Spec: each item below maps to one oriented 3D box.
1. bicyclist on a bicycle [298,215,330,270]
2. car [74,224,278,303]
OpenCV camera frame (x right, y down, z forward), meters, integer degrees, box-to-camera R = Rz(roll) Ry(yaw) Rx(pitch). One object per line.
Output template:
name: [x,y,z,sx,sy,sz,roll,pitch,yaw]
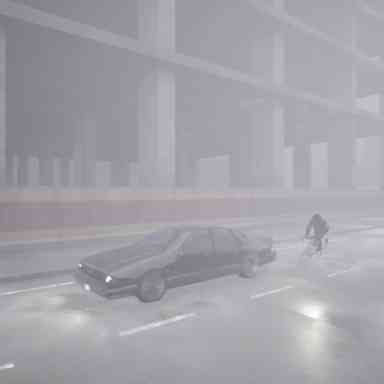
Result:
bicyclist on a bicycle: [3.584,1.370,9.629,1.656,1.620,0.582,-19,30,-39]
car: [-0.065,1.546,8.436,5.357,1.411,2.033,0,0,-39]
